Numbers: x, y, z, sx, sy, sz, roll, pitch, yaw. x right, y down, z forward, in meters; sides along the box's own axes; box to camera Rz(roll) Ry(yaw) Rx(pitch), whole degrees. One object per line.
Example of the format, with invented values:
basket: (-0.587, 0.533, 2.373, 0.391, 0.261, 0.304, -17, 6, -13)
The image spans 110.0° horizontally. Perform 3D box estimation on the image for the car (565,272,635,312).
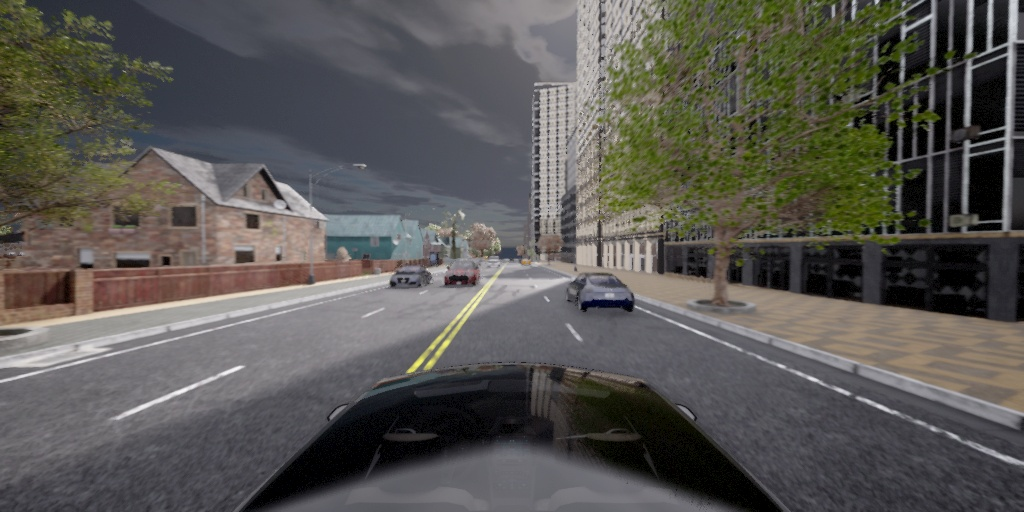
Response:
car: (3.348, 1.318, 14.296, 1.994, 1.385, 4.181, 0, 0, 0)

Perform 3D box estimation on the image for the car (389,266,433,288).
car: (-6.595, 1.324, 23.746, 1.994, 1.385, 4.181, 0, 0, 0)

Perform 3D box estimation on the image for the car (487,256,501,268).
car: (-3.268, 1.044, 65.253, 2.150, 2.045, 5.566, 0, 0, 0)

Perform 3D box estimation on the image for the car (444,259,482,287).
car: (-3.343, 1.113, 24.802, 2.097, 1.767, 4.553, 0, 0, 0)
